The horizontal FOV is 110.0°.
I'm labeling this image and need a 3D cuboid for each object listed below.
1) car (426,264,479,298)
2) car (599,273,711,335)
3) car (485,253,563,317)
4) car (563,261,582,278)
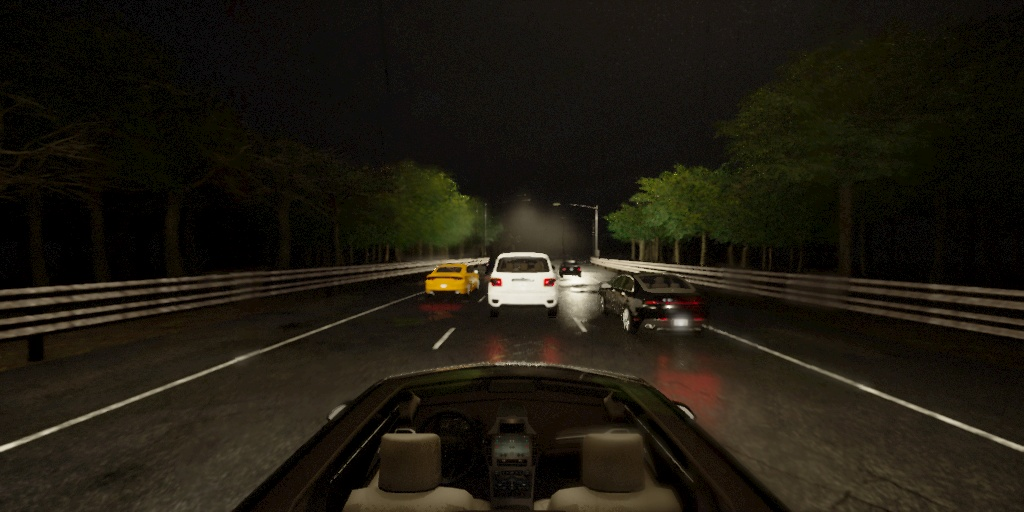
[{"bbox_3d":[-2.848,1.141,18.050,1.882,1.535,5.008,0,0,3],"label":"car"},{"bbox_3d":[3.830,1.216,10.379,1.837,1.490,4.892,0,0,2],"label":"car"},{"bbox_3d":[0.415,0.915,13.025,2.150,2.045,5.566,0,0,2],"label":"car"},{"bbox_3d":[5.157,1.146,32.184,2.033,1.411,5.357,0,0,5],"label":"car"}]
